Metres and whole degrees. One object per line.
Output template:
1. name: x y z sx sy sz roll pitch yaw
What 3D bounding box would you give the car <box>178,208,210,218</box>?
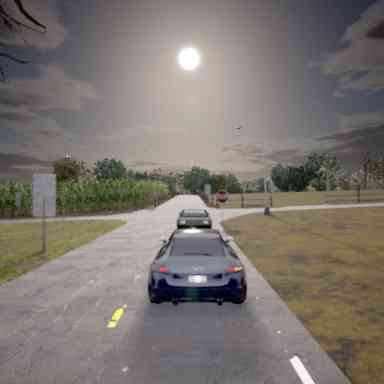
1. car: 0.125 1.603 19.657 1.895 1.301 4.718 0 0 0

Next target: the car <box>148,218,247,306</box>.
1. car: 0.108 1.582 8.158 1.994 1.385 4.181 0 0 0
